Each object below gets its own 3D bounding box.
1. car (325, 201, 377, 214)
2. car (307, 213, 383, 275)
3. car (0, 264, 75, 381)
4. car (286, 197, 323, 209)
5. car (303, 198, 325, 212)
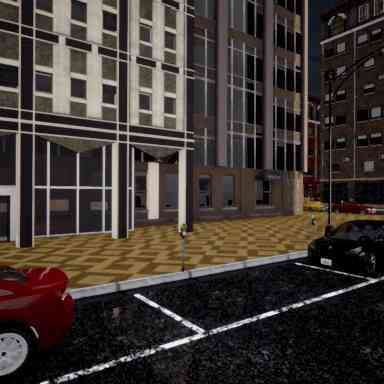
[{"bbox_3d":[15.538,1.535,32.174,1.802,1.307,4.206,0,0,-36],"label":"car"},{"bbox_3d":[5.494,1.567,10.497,4.313,1.339,1.947,0,0,-36],"label":"car"},{"bbox_3d":[-3.756,1.545,3.874,4.507,1.381,1.887,0,0,-36],"label":"car"},{"bbox_3d":[15.625,1.500,46.401,1.752,1.417,4.829,0,0,-36],"label":"car"},{"bbox_3d":[12.331,1.468,36.633,1.752,1.417,4.829,0,0,-36],"label":"car"}]
